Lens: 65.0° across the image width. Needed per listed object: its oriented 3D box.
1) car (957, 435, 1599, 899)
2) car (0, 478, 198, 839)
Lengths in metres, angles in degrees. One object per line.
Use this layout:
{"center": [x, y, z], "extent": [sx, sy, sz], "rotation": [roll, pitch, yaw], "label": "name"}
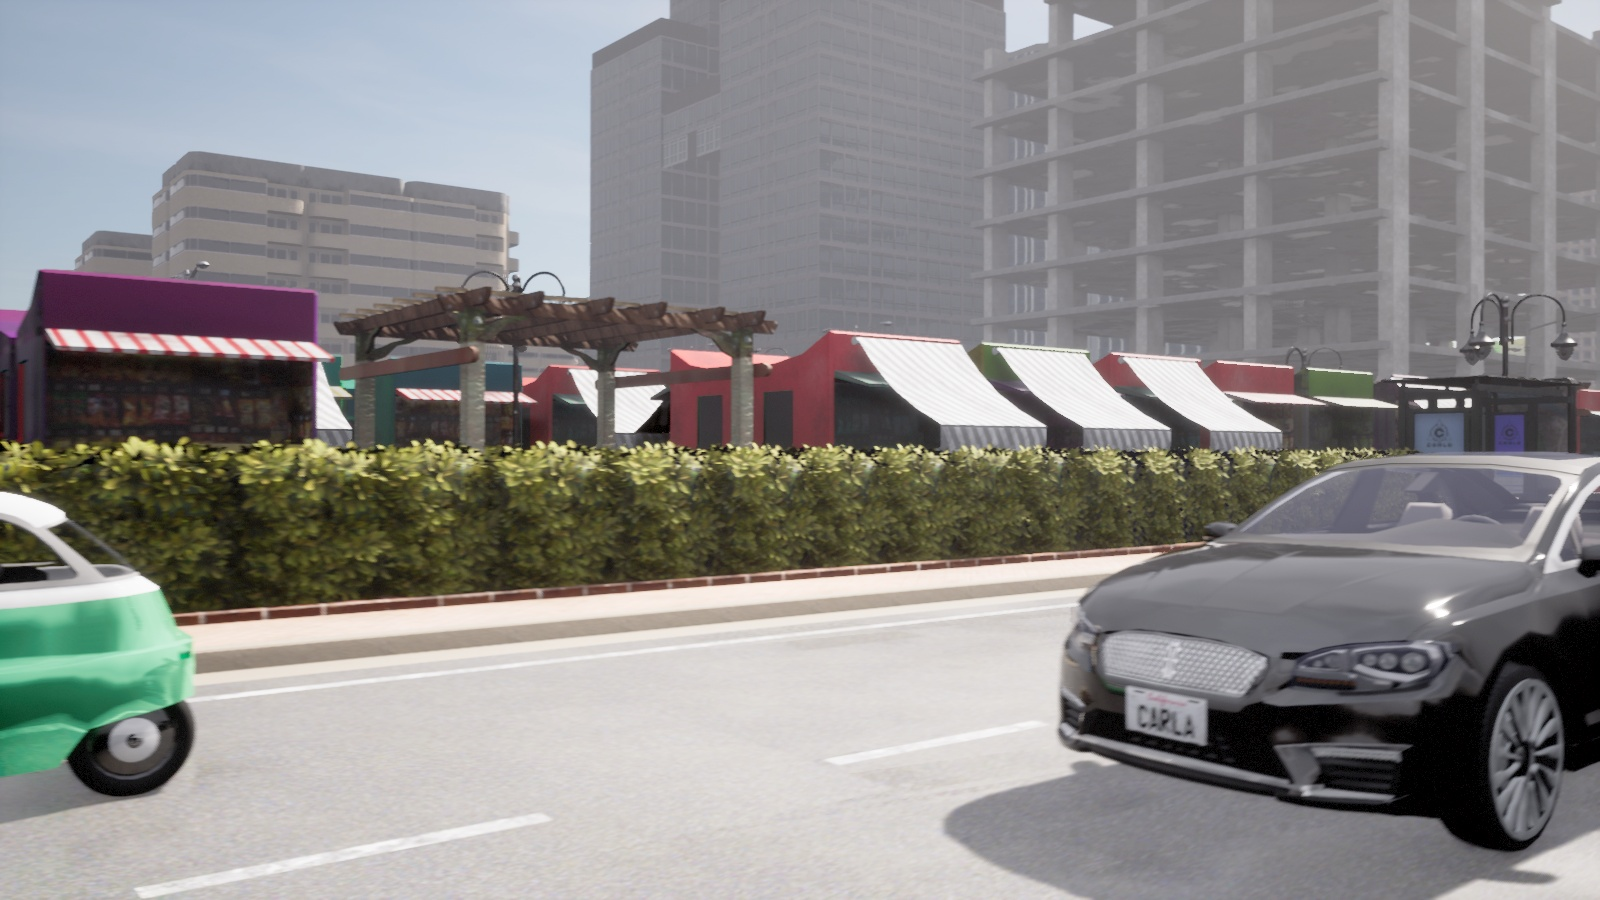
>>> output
{"center": [3.300, 0.711, 6.246], "extent": [4.902, 1.511, 2.128], "rotation": [0, 0, -37], "label": "car"}
{"center": [-3.863, 0.824, 5.246], "extent": [2.207, 1.376, 1.481], "rotation": [0, 0, -35], "label": "car"}
